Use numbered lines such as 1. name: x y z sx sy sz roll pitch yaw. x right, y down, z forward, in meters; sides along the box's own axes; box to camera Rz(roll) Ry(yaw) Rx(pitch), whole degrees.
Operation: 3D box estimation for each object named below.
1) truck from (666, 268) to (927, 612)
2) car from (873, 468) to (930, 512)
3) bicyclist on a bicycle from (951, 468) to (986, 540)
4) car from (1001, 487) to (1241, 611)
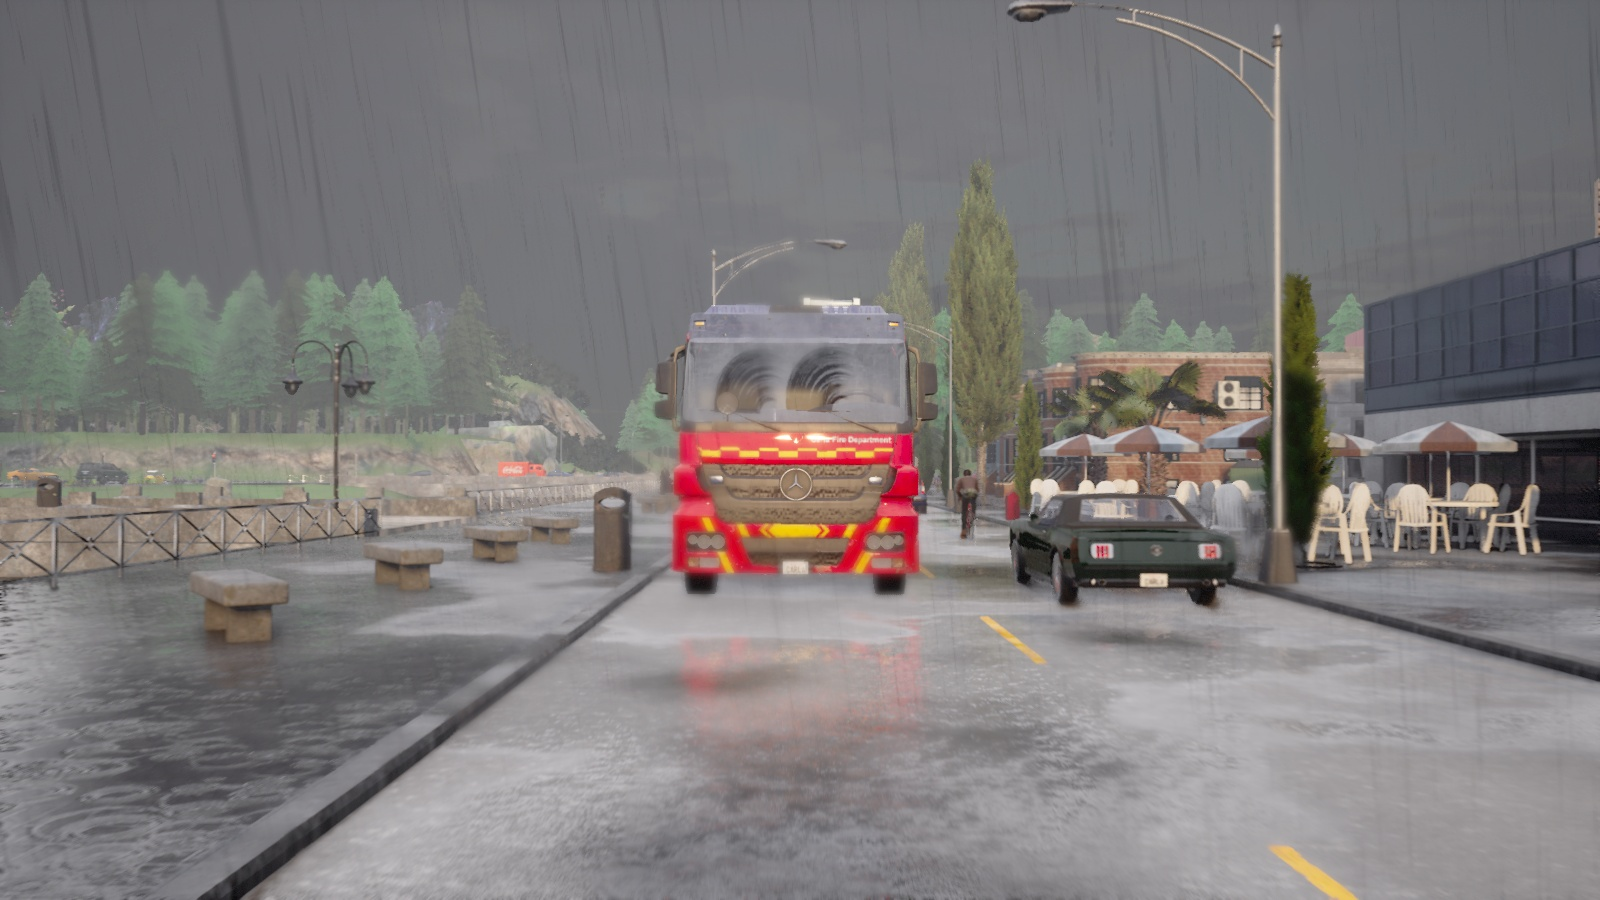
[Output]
1. truck: -0.052 -0.044 18.262 2.891 3.827 8.468 0 -1 0
2. car: 3.873 1.511 48.581 1.851 1.617 3.988 0 -1 0
3. bicyclist on a bicycle: 3.922 1.244 29.381 0.582 1.620 1.656 0 -1 0
4. car: 3.957 1.173 16.354 1.895 1.301 4.718 0 -1 0
